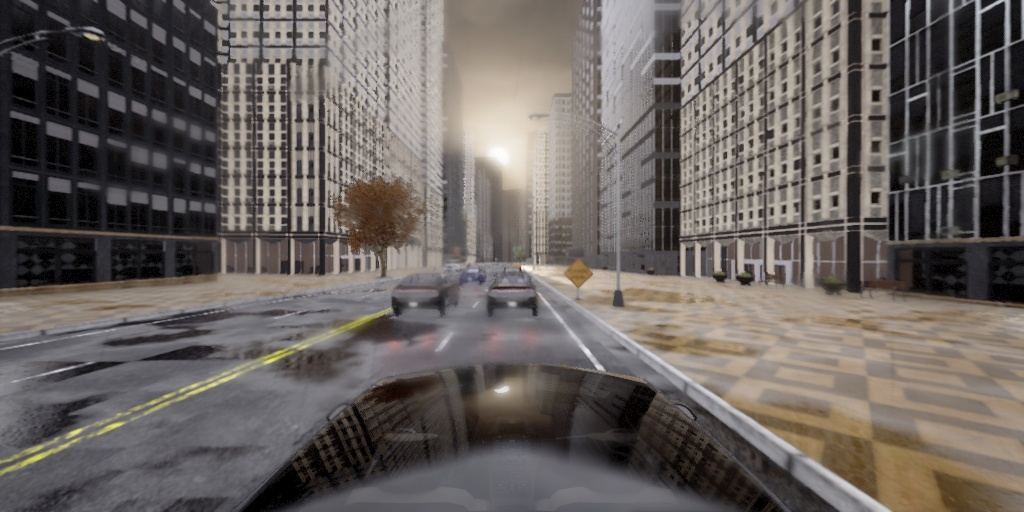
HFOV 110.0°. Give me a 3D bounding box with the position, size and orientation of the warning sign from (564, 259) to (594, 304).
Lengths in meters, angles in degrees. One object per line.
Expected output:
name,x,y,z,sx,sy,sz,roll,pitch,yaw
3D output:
warning sign,2.847,1.042,15.442,1.300,1.860,1.060,0,0,0

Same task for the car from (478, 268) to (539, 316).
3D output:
car,0.044,1.402,14.150,2.128,1.511,4.902,0,-1,0

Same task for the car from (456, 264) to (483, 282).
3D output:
car,-3.202,1.638,29.899,1.812,1.442,4.674,0,-1,0

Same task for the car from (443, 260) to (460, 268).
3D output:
car,-9.812,1.712,59.237,2.150,2.045,5.566,0,-1,1

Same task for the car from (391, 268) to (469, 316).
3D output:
car,-3.207,1.402,14.146,2.128,1.511,4.902,0,-1,0

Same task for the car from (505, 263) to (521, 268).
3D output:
car,0.040,1.610,29.218,1.837,1.490,4.892,0,0,0
